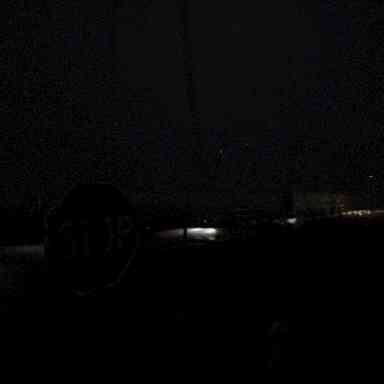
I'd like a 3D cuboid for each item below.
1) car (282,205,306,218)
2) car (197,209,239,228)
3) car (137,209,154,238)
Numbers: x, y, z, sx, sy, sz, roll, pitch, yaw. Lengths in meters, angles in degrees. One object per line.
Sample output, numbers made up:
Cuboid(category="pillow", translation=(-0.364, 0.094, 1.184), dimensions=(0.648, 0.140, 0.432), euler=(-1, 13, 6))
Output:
Cuboid(category="car", translation=(12.810, 2.443, 41.690), dimensions=(2.128, 1.511, 4.902), euler=(0, -1, 36))
Cuboid(category="car", translation=(2.169, 2.129, 27.105), dimensions=(1.994, 1.385, 4.181), euler=(0, -1, 36))
Cuboid(category="car", translation=(-4.214, 1.719, 18.399), dimensions=(2.097, 1.767, 4.553), euler=(0, -1, 37))
